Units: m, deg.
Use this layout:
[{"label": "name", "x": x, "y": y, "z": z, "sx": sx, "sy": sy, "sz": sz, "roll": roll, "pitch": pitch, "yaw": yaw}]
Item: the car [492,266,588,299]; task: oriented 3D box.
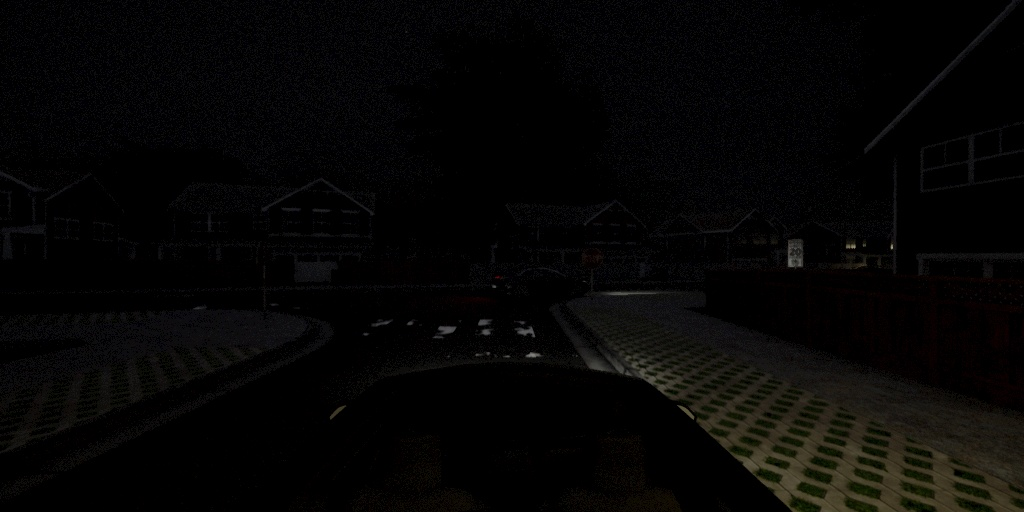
[{"label": "car", "x": 1.421, "y": 1.261, "z": 17.845, "sx": 4.902, "sy": 1.511, "sz": 2.128, "roll": 1, "pitch": 0, "yaw": -20}]

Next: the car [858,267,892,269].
[{"label": "car", "x": 28.265, "y": 1.572, "z": 27.662, "sx": 4.892, "sy": 1.490, "sz": 1.837, "roll": 1, "pitch": 0, "yaw": -20}]
